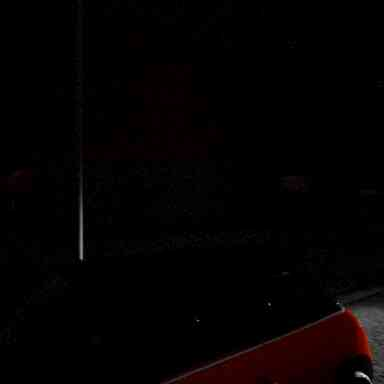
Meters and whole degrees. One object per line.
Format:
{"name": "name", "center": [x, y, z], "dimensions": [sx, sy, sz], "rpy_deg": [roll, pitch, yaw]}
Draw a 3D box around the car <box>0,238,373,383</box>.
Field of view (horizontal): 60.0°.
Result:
{"name": "car", "center": [-0.547, 1.360, 2.676], "dimensions": [4.553, 1.767, 2.097], "rpy_deg": [1, 0, -35]}
